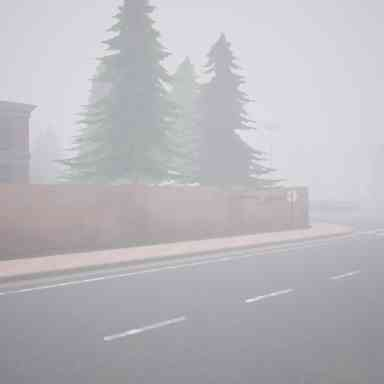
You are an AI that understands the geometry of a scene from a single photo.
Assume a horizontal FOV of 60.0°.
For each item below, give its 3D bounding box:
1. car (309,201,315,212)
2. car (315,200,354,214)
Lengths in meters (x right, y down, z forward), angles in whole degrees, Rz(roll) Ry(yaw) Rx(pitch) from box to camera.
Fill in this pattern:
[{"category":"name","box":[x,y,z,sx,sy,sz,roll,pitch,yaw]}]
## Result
[{"category":"car","box":[10.572,1.505,36.562,1.837,1.490,4.892,0,0,-35]},{"category":"car","box":[14.833,1.547,36.600,2.033,1.411,5.357,0,0,-35]}]
